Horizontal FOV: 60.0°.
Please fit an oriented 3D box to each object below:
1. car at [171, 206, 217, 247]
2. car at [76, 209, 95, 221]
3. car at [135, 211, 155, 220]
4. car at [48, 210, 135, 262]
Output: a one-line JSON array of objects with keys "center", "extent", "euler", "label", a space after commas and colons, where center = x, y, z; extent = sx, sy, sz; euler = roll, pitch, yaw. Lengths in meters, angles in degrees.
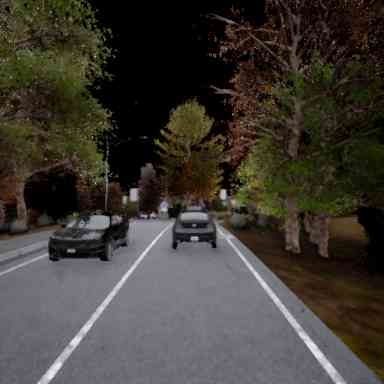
[{"center": [0.097, 1.566, 15.138], "extent": [1.837, 1.490, 4.892], "euler": [0, -1, 0], "label": "car"}, {"center": [-19.513, 4.304, 61.124], "extent": [2.150, 2.045, 5.566], "euler": [0, -5, -4], "label": "car"}, {"center": [-11.239, 5.451, 77.143], "extent": [5.566, 2.045, 2.150], "euler": [2, -5, -29], "label": "car"}, {"center": [-3.593, 1.500, 12.412], "extent": [1.882, 1.535, 5.008], "euler": [0, -1, 0], "label": "car"}]
